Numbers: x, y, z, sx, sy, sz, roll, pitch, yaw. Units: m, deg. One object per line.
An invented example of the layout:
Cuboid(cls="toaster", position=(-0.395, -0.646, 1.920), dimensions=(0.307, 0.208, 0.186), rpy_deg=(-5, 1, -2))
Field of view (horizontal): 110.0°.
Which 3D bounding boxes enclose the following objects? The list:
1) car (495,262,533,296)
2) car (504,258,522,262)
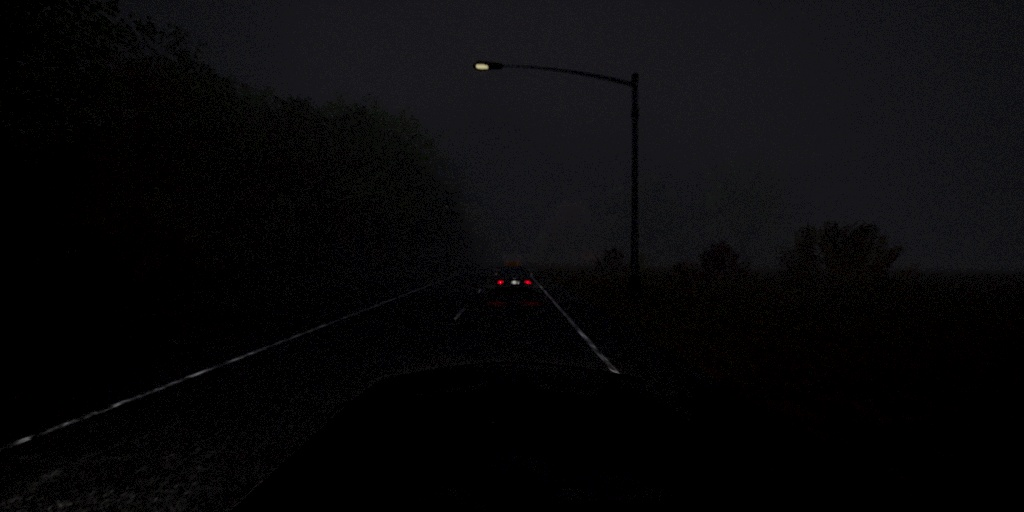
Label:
Cuboid(cls="car", position=(0.098, 1.191, 18.294), dimensions=(2.033, 1.411, 5.357), rpy_deg=(0, 0, 0))
Cuboid(cls="car", position=(0.097, 0.977, 40.925), dimensions=(1.882, 1.535, 5.008), rpy_deg=(0, 0, 0))
